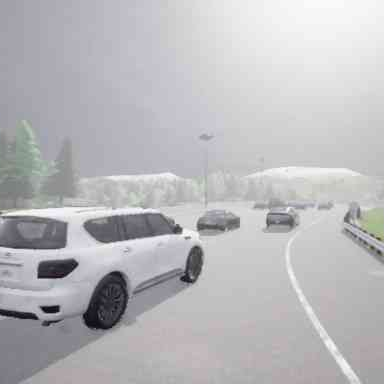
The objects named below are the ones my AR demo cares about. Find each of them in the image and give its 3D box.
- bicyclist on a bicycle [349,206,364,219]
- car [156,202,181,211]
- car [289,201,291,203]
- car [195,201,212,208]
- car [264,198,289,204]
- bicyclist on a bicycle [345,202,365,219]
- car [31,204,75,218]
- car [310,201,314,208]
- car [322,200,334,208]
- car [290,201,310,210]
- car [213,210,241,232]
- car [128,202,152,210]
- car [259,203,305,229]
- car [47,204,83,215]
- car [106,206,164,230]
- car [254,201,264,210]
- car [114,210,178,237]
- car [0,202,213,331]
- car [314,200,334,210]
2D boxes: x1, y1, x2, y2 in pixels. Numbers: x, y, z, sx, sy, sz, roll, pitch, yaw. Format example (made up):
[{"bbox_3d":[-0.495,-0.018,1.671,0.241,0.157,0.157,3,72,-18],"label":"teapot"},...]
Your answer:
[{"bbox_3d":[16.392,1.903,33.469,1.656,1.620,0.582,1,0,19],"label":"bicyclist on a bicycle"},{"bbox_3d":[-4.130,2.522,58.656,2.128,1.511,4.902,-1,-1,27],"label":"car"},{"bbox_3d":[21.373,2.593,70.775,2.128,1.511,4.902,-1,-1,26],"label":"car"},{"bbox_3d":[2.571,2.593,72.185,1.812,1.442,4.674,-1,-1,26],"label":"car"},{"bbox_3d":[14.465,2.078,56.479,2.150,2.045,5.566,-1,-2,26],"label":"car"},{"bbox_3d":[16.828,1.914,34.360,0.582,1.620,1.656,4,-2,-43],"label":"bicyclist on a bicycle"},{"bbox_3d":[-16.865,2.298,40.636,1.837,1.490,4.892,-1,-1,26],"label":"car"},{"bbox_3d":[24.515,2.558,69.234,2.033,1.411,5.357,-1,-1,26],"label":"car"},{"bbox_3d":[27.657,2.469,67.694,1.837,1.490,4.892,-1,-1,26],"label":"car"},{"bbox_3d":[18.514,2.364,56.777,1.812,1.442,4.674,-1,-2,26],"label":"car"},{"bbox_3d":[1.920,1.906,22.808,1.994,1.385,4.181,-1,-1,26],"label":"car"},{"bbox_3d":[-9.816,2.638,62.929,2.128,1.511,4.902,-1,-1,26],"label":"car"},{"bbox_3d":[6.764,1.832,24.565,2.128,1.511,4.902,-1,-1,25],"label":"car"},{"bbox_3d":[-17.772,2.435,46.744,1.812,1.442,4.674,-1,-1,26],"label":"car"},{"bbox_3d":[-4.323,1.921,25.980,1.882,1.535,5.008,-1,-1,26],"label":"car"},{"bbox_3d":[12.709,2.452,60.838,1.837,1.490,4.892,-1,-2,26],"label":"car"},{"bbox_3d":[-2.791,1.913,21.129,1.994,1.385,4.181,-1,-1,26],"label":"car"},{"bbox_3d":[-1.649,1.340,7.498,2.150,2.045,5.566,-1,-1,26],"label":"car"},{"bbox_3d":[23.054,2.376,58.071,2.033,1.411,5.357,-1,-1,25],"label":"car"}]
